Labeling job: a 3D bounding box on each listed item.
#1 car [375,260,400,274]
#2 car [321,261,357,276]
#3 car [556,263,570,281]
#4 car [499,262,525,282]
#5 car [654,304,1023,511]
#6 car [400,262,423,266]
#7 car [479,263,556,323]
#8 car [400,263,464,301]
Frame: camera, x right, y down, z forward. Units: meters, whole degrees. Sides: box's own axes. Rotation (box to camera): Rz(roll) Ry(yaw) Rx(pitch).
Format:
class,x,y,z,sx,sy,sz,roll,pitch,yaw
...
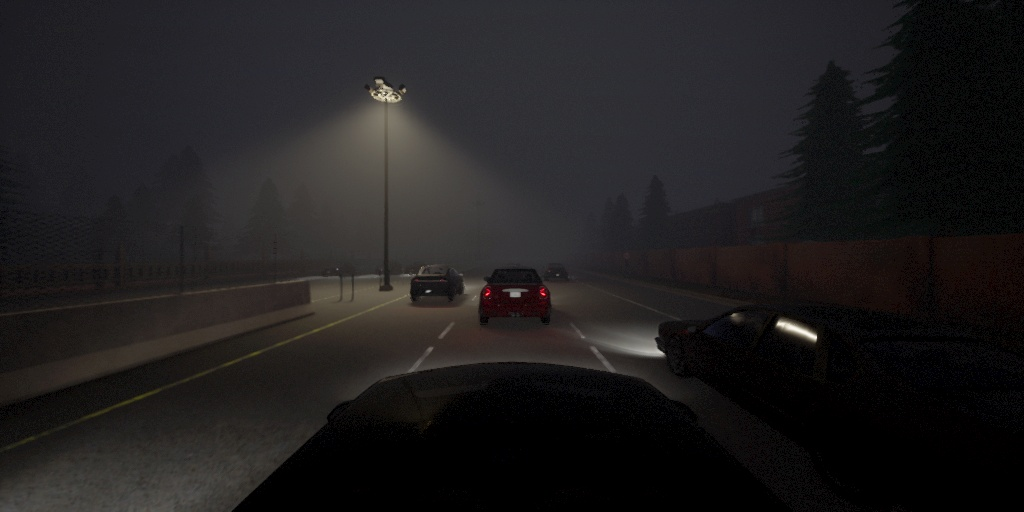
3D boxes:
class,x,y,z,sx,sy,sz,roll,pitch,yaw
car,-13.907,1.242,40.707,2.128,1.511,4.902,0,0,2
car,-17.513,1.276,36.638,1.812,1.442,4.674,0,0,1
car,3.555,1.276,29.996,1.812,1.442,4.674,0,0,1
car,0.071,1.297,30.554,2.033,1.411,5.357,0,0,1
car,3.599,1.297,4.297,2.033,1.411,5.357,0,0,0
car,-10.434,1.314,39.686,1.994,1.385,4.181,0,0,2
car,0.082,1.102,12.190,2.097,1.767,4.553,0,0,0
car,-3.452,1.242,17.136,2.128,1.511,4.902,0,0,0
